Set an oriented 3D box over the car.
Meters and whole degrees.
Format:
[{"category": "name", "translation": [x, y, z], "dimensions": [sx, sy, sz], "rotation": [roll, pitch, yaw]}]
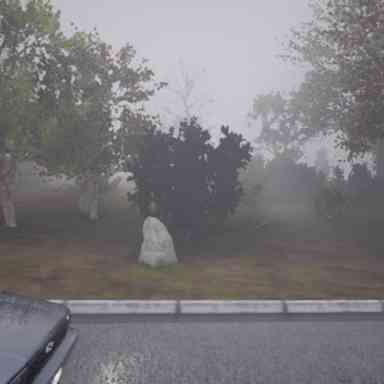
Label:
[{"category": "car", "translation": [-3.983, 1.337, 3.159], "dimensions": [5.357, 1.411, 2.033], "rotation": [3, 1, -3]}]
